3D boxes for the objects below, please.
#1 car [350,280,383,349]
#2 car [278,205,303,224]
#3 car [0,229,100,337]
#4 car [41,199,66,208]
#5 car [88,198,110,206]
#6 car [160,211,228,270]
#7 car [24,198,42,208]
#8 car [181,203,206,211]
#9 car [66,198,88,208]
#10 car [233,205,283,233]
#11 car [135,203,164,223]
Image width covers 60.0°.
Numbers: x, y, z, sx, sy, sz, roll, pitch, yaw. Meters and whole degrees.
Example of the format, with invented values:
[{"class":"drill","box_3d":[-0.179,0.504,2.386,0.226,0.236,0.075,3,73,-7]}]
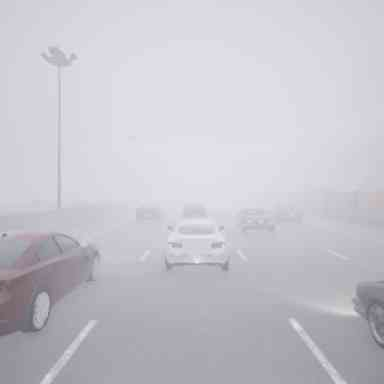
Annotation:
[{"class":"car","box_3d":[3.596,1.558,3.186,2.033,1.411,5.357,0,0,0]},{"class":"car","box_3d":[7.160,1.664,26.039,1.994,1.385,4.181,0,0,0]},{"class":"car","box_3d":[-3.379,1.508,6.858,1.882,1.535,5.008,0,0,0]},{"class":"car","box_3d":[-21.419,1.773,53.001,2.033,1.411,5.357,0,0,0]},{"class":"car","box_3d":[-14.434,1.713,53.151,2.128,1.511,4.902,0,0,-1]},{"class":"car","box_3d":[0.136,1.570,11.046,1.812,1.442,4.674,0,0,0]},{"class":"car","box_3d":[-24.923,1.719,52.915,2.128,1.511,4.902,0,0,-1]},{"class":"car","box_3d":[0.158,1.585,26.830,1.882,1.535,5.008,0,0,0]},{"class":"car","box_3d":[-17.930,1.728,53.071,1.837,1.490,4.892,0,0,-1]},{"class":"car","box_3d":[3.672,1.627,20.167,2.033,1.411,5.357,0,0,0]},{"class":"car","box_3d":[-3.342,1.587,26.839,1.882,1.535,5.008,0,0,0]}]
